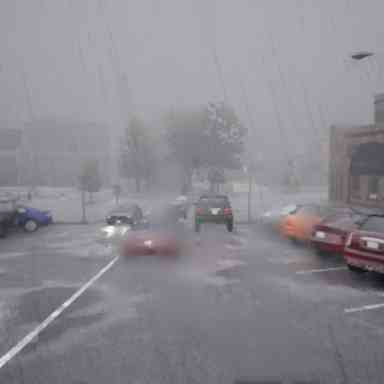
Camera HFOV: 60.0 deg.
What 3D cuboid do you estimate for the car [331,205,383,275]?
[{"bbox_3d":[6.374,1.331,8.796,4.553,1.767,2.185,1,0,-20],"label":"car"}]

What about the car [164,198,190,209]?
[{"bbox_3d":[-1.316,1.460,28.098,1.837,1.490,4.892,0,-1,0],"label":"car"}]

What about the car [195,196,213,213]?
[{"bbox_3d":[1.279,1.302,36.460,1.837,1.490,4.892,0,2,1],"label":"car"}]

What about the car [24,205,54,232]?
[{"bbox_3d":[-10.607,1.480,18.967,5.008,1.535,2.097,-1,0,-18],"label":"car"}]

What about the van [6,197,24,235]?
[{"bbox_3d":[-10.816,1.259,15.931,4.442,1.987,1.878,-1,0,-18],"label":"van"}]

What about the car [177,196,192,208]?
[{"bbox_3d":[-1.044,1.154,40.611,1.812,1.442,4.674,0,2,5],"label":"car"}]

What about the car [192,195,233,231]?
[{"bbox_3d":[1.225,1.192,20.562,2.150,2.045,5.566,0,0,0],"label":"car"}]

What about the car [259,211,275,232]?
[{"bbox_3d":[6.345,1.473,17.641,4.792,1.488,2.163,1,0,-20],"label":"car"}]

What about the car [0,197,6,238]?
[{"bbox_3d":[-10.772,1.235,12.986,5.566,2.045,2.435,-1,0,-18],"label":"car"}]

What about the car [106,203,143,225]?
[{"bbox_3d":[-4.684,1.519,24.002,2.033,1.411,5.357,0,0,1],"label":"car"}]

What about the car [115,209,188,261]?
[{"bbox_3d":[-1.277,1.548,12.383,1.994,1.385,4.181,0,0,1],"label":"car"}]

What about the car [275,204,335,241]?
[{"bbox_3d":[6.355,1.322,14.696,4.553,1.767,2.185,1,0,-20],"label":"car"}]

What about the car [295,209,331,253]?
[{"bbox_3d":[6.420,1.483,11.766,4.792,1.488,2.163,1,0,-20],"label":"car"}]
